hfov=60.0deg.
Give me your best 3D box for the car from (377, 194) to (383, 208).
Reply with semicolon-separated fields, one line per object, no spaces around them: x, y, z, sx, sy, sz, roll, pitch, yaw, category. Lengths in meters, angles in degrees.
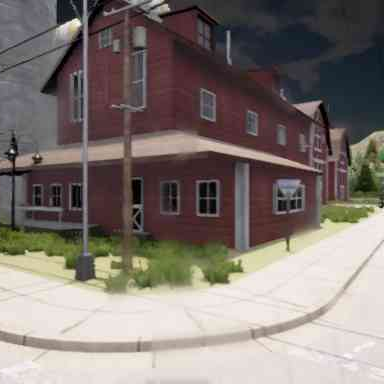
24.577;1.233;40.662;1.905;1.878;3.866;6;1;-8;car
